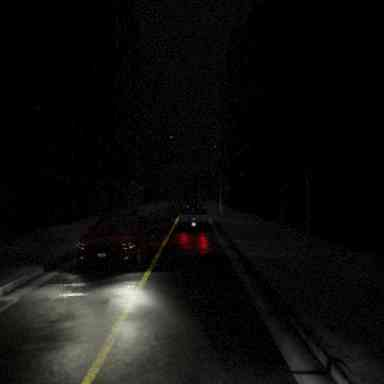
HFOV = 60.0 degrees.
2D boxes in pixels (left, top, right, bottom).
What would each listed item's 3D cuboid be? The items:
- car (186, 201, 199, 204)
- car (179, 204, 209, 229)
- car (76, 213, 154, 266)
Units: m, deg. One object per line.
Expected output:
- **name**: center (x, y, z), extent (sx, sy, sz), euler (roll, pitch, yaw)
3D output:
- **car**: center (0.106, 1.811, 42.059), extent (1.895, 1.301, 4.718), euler (0, 0, 0)
- **car**: center (0.097, 1.709, 22.670), extent (1.895, 1.301, 4.718), euler (0, 0, 0)
- **car**: center (-2.546, 1.533, 11.970), extent (1.882, 1.535, 5.008), euler (0, 0, 1)
